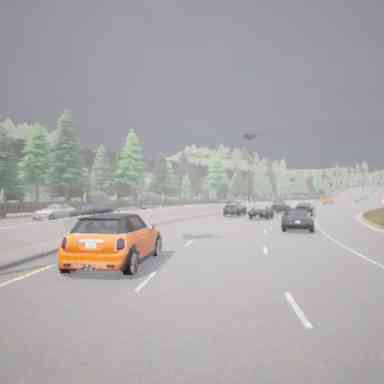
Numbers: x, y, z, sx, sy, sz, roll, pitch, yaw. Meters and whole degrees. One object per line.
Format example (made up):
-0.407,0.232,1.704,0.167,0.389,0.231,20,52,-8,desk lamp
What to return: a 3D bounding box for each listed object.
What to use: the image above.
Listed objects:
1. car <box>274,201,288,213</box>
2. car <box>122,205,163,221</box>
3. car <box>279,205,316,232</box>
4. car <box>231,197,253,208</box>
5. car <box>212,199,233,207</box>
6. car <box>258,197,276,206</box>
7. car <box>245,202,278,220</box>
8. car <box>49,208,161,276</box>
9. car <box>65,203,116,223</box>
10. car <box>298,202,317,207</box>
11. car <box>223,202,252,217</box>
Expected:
11.319,2.002,42.304,1.837,1.490,4.892,0,0,29,car
-4.718,1.966,32.384,1.895,1.301,4.718,0,-1,19,car
6.969,1.825,22.172,1.994,1.385,4.181,0,-1,15,car
10.030,2.031,66.302,2.150,2.045,5.566,0,0,35,car
6.180,2.244,66.903,1.882,1.535,5.008,0,-1,35,car
15.324,1.940,67.759,2.097,1.767,4.553,0,-1,35,car
6.896,1.984,32.826,1.895,1.301,4.718,0,-1,22,car
-2.431,1.476,10.975,2.097,1.767,4.553,0,-1,7,car
-9.086,1.814,30.210,1.882,1.535,5.008,0,-1,18,car
12.767,1.946,37.347,1.837,1.490,4.892,0,0,25,car
4.900,1.920,37.033,2.128,1.511,4.902,0,-1,23,car
